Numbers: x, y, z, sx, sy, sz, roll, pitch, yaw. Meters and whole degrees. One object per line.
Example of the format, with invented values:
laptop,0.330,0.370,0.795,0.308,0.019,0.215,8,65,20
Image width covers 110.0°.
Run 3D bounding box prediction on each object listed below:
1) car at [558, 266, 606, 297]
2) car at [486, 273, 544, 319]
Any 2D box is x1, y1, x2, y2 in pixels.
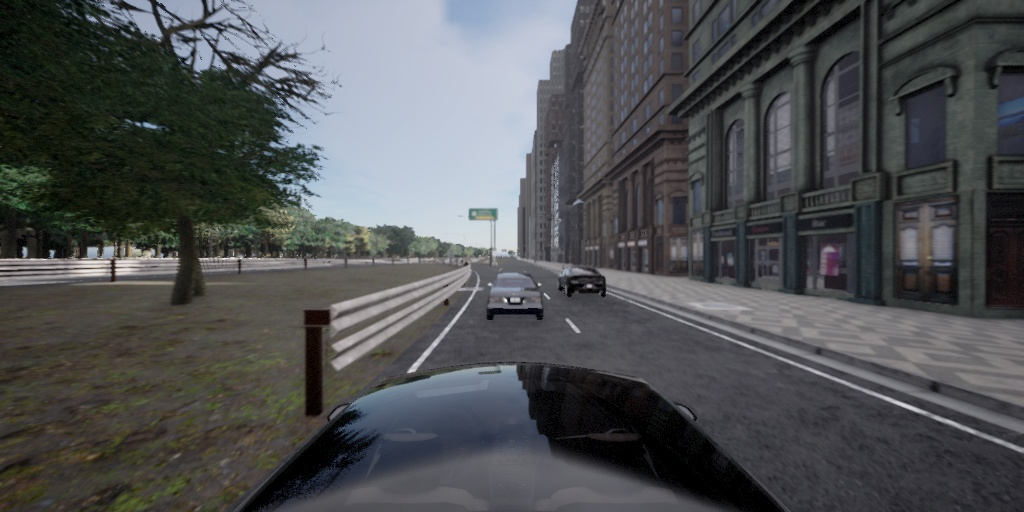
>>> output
car,3.596,1.251,19.102,1.882,1.535,5.008,0,0,0
car,0.094,1.310,12.795,2.033,1.411,5.357,0,0,0
